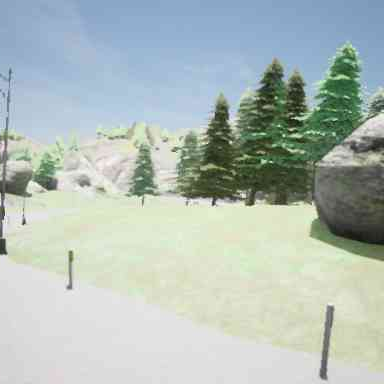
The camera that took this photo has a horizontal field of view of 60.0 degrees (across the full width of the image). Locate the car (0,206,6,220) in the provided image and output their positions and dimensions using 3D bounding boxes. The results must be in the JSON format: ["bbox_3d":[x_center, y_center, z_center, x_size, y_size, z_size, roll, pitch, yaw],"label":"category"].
[{"bbox_3d":[-22.298,2.032,36.198,2.150,2.045,5.566,4,-2,-10],"label":"car"}]
